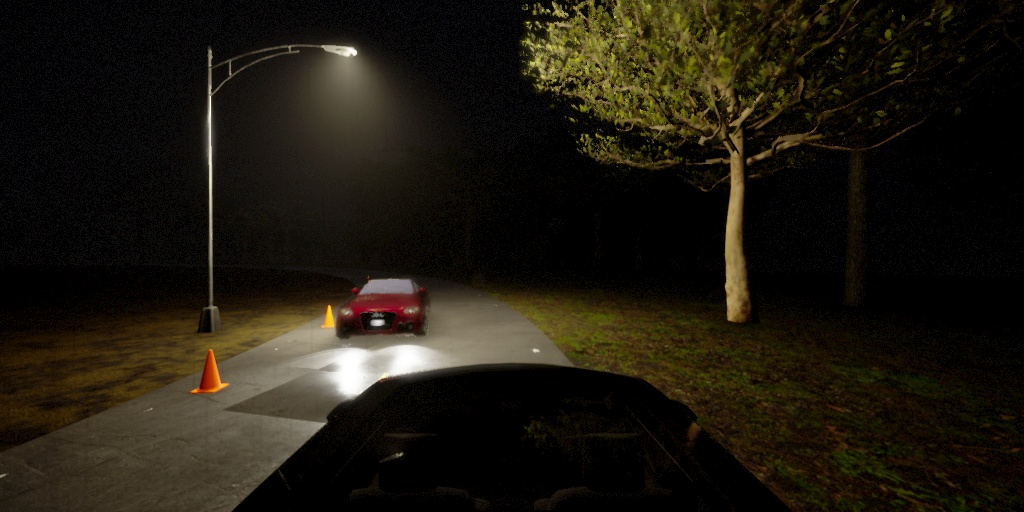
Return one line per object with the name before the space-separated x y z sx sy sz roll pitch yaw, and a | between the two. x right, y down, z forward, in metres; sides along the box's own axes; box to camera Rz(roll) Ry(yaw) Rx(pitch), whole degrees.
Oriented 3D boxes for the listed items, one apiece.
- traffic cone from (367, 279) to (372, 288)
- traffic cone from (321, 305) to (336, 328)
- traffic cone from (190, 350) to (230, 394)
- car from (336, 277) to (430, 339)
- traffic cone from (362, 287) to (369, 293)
traffic cone | -7.650 1.656 19.336 0.340 0.580 0.340 0 0 -20
traffic cone | -5.155 1.692 10.118 0.340 0.580 0.340 0 0 -10
traffic cone | -4.526 1.704 5.379 0.340 0.580 0.340 0 0 -5
car | -3.356 1.299 9.992 1.994 1.385 4.181 0 0 -10
traffic cone | -6.198 1.674 14.782 0.340 0.580 0.340 0 0 -15
